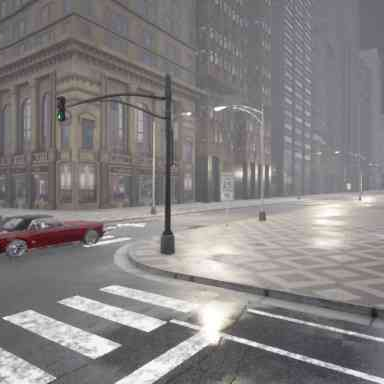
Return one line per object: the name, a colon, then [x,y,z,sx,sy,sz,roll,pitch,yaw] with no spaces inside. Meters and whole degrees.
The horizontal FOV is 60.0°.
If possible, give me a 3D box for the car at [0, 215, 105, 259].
car: [-5.566,1.493,12.337,1.895,1.301,4.718,0,1,36]
